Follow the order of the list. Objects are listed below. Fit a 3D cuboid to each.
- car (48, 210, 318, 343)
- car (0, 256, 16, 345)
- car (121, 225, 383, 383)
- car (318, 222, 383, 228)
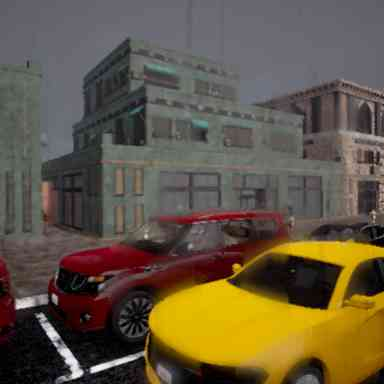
[{"bbox_3d":[-0.037,1.318,6.537,5.009,1.841,2.192,0,-1,-35],"label":"car"},{"bbox_3d":[-4.552,1.313,3.319,5.009,1.841,2.192,0,-1,-35],"label":"car"},{"bbox_3d":[1.772,1.481,4.634,5.008,1.535,1.882,0,0,-35],"label":"car"},{"bbox_3d":[4.478,1.573,9.754,4.313,1.339,1.947,0,-1,-35],"label":"car"}]
